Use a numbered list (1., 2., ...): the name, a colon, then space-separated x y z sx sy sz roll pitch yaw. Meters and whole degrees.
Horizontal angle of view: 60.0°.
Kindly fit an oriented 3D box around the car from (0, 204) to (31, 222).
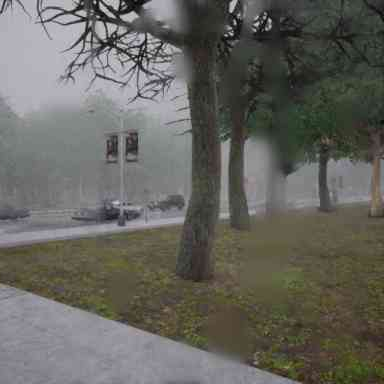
1. car: -14.963 1.563 24.763 2.033 1.411 5.357 0 0 35

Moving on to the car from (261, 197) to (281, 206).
1. car: 14.186 1.603 59.665 1.837 1.490 4.892 0 0 36

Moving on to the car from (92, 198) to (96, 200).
1. car: -9.222 1.383 32.800 2.097 1.767 4.553 0 0 35

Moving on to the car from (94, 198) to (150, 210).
1. car: -6.380 1.561 30.847 1.812 1.442 4.674 0 0 36

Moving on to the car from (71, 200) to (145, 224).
1. car: -6.409 1.580 25.212 2.033 1.411 5.357 0 0 36

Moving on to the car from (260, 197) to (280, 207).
1. car: 11.932 1.612 50.913 1.812 1.442 4.674 0 0 36

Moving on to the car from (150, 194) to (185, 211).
1. car: -3.110 1.270 41.363 2.150 2.045 5.566 0 0 35
